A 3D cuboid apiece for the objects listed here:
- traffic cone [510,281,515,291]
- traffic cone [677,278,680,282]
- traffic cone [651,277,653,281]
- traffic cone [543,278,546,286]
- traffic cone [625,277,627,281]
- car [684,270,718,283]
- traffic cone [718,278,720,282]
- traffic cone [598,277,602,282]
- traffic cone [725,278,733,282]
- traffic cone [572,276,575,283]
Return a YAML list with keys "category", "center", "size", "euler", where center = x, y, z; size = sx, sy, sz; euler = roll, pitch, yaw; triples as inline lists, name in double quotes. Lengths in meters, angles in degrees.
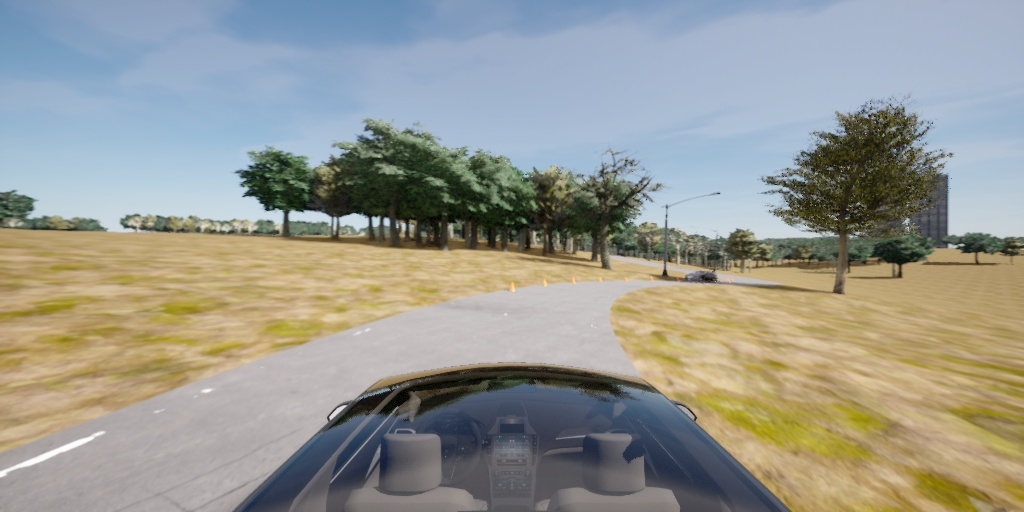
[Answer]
- category: "traffic cone"
  center: [0.024, 1.831, 21.645]
  size: [0.340, 0.580, 0.340]
  euler: [0, 0, 24]
- category: "traffic cone"
  center: [20.774, 2.896, 44.903]
  size: [0.340, 0.580, 0.340]
  euler: [0, 0, -30]
- category: "traffic cone"
  center: [16.364, 2.660, 42.005]
  size: [0.340, 0.580, 0.340]
  euler: [0, 0, -36]
- category: "traffic cone"
  center: [2.404, 1.914, 26.358]
  size: [0.340, 0.580, 0.340]
  euler: [0, 0, 30]
- category: "traffic cone"
  center: [12.280, 2.425, 38.664]
  size: [0.340, 0.580, 0.340]
  euler: [0, 0, -42]
- category: "car"
  center: [22.961, 2.485, 43.531]
  size: [4.902, 1.511, 2.128]
  euler: [3, -2, -32]
- category: "traffic cone"
  center: [28.815, 3.353, 50.002]
  size: [0.340, 0.580, 0.340]
  euler: [0, 0, -40]
- category: "traffic cone"
  center: [8.565, 2.212, 34.914]
  size: [0.340, 0.580, 0.340]
  euler: [0, 0, 42]
- category: "traffic cone"
  center: [32.124, 3.578, 53.205]
  size: [0.340, 0.580, 0.340]
  euler: [0, 0, 42]
- category: "traffic cone"
  center: [5.261, 2.041, 30.798]
  size: [0.340, 0.580, 0.340]
  euler: [0, 0, 36]
